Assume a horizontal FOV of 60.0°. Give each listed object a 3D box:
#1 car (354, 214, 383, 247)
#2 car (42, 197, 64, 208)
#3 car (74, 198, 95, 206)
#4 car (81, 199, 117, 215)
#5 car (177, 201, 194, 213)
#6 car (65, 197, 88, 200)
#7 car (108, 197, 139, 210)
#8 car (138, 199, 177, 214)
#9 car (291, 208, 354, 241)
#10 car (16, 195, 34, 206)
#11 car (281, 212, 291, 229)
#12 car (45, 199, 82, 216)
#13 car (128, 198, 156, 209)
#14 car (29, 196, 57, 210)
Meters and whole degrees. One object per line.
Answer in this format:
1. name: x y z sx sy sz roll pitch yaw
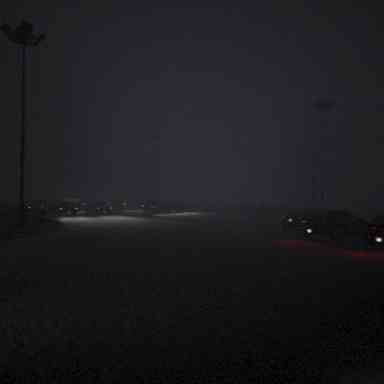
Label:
1. car: 9.527 1.692 14.844 4.892 1.490 1.837 1 0 -36
2. car: -21.915 1.633 52.153 2.128 1.511 4.902 1 0 -36
3. car: -19.899 1.772 61.412 2.033 1.411 5.357 1 0 -36
4. car: -10.192 1.745 35.909 1.895 1.301 4.718 1 0 -36
5. car: -1.926 1.812 42.413 2.033 1.411 5.357 1 0 -36
6. car: -15.497 1.497 43.253 2.097 1.767 4.553 1 -1 -36
7. car: -9.571 1.577 47.012 2.097 1.767 4.553 1 -1 -36
8. car: -4.176 1.729 39.545 1.837 1.490 4.892 1 0 -36
9. car: 7.788 1.696 17.903 4.892 1.490 1.837 1 0 -36
10. car: -26.637 1.668 52.721 1.994 1.385 4.181 1 -1 -35
11. car: 7.881 1.785 22.269 4.181 1.385 1.994 1 0 -36
12. car: -13.253 1.705 34.168 1.895 1.301 4.718 1 0 -36
13. car: -7.576 1.756 50.240 2.128 1.511 4.902 1 0 -36
14. car: -18.678 1.608 41.676 1.837 1.490 4.892 1 0 -36
